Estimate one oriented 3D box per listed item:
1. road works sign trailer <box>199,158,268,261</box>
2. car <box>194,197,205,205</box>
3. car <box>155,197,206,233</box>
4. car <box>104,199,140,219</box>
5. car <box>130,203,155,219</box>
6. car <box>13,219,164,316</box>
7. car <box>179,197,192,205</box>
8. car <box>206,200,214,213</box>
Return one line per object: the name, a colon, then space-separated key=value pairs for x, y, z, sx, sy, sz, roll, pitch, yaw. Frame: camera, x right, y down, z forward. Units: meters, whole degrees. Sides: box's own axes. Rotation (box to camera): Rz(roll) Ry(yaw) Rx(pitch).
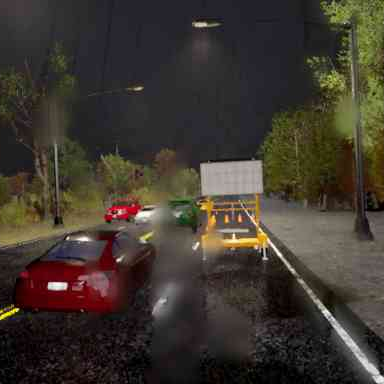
road works sign trailer: x=1.559 y=0.539 z=12.744 sx=2.380 sy=3.560 sz=2.880 roll=-3 pitch=0 yaw=7
car: x=1.549 y=1.738 z=67.622 sx=1.812 sy=1.442 sz=4.674 roll=-3 pitch=0 yaw=7
car: x=-0.578 y=1.424 z=21.567 sx=2.150 sy=2.045 sz=5.566 roll=-3 pitch=0 yaw=6
car: x=-6.253 y=1.700 z=30.882 sx=2.150 sy=2.045 sz=5.566 roll=-3 pitch=0 yaw=7
car: x=-3.346 y=1.867 z=27.534 sx=1.812 sy=1.442 sz=4.674 roll=-3 pitch=0 yaw=7
car: x=-2.088 y=1.567 z=7.654 sx=1.994 sy=1.385 sz=4.181 roll=0 pitch=0 yaw=6
car: x=-1.294 y=1.883 z=70.979 sx=2.033 sy=1.411 sz=5.357 roll=-3 pitch=0 yaw=7
car: x=1.541 y=1.634 z=39.673 sx=1.882 sy=1.535 sz=5.008 roll=-3 pitch=0 yaw=7
